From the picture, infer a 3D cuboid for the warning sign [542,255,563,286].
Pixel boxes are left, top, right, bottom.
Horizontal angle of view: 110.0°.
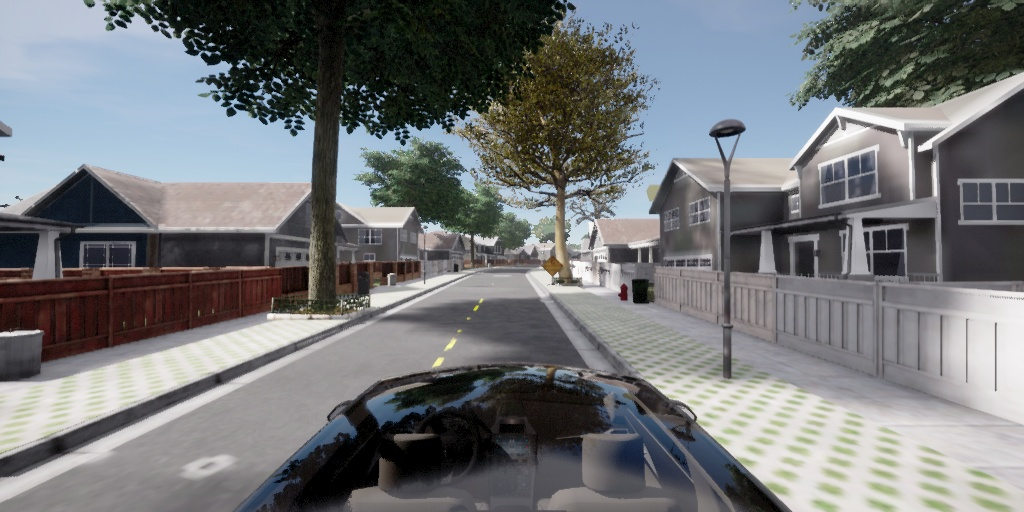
[{"bbox_3d":[2.517,0.889,21.954,1.300,1.860,1.060,0,0,0],"label":"warning sign"}]
